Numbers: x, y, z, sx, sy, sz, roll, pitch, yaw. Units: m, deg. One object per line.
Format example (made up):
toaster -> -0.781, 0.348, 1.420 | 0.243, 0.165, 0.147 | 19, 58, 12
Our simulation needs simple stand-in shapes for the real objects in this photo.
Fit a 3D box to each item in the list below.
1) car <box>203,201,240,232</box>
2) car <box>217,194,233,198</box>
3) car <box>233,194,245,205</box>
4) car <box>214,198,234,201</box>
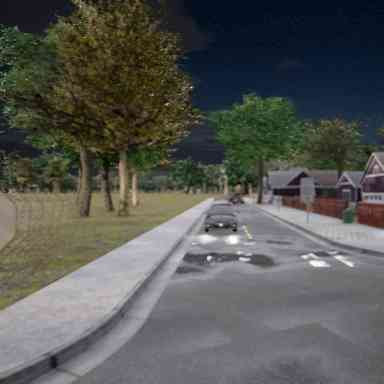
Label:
car -> 1.791, 1.534, 20.374 | 1.837, 1.490, 4.892 | -1, 0, 5
car -> 3.911, 1.378, 43.308 | 2.097, 1.767, 4.553 | -1, 0, 5
car -> 8.327, 1.572, 59.395 | 1.895, 1.301, 4.718 | -1, 0, 5
car -> 2.864, 1.554, 32.080 | 1.812, 1.442, 4.674 | -1, 0, 5
